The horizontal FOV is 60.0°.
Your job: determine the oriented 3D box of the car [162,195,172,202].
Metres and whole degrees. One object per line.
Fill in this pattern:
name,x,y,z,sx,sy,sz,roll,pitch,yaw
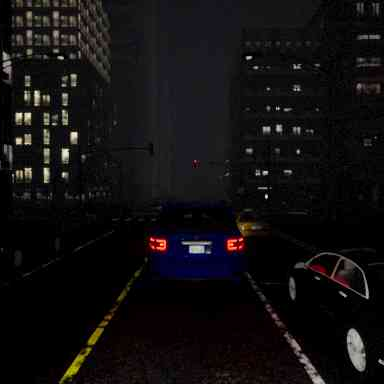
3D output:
car,-5.712,1.530,77.174,1.887,1.381,4.507,-1,0,0

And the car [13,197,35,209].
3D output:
car,-21.667,1.274,40.230,4.829,1.417,1.752,0,0,1

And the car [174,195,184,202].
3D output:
car,-3.010,1.511,76.685,2.128,1.511,4.902,0,0,0

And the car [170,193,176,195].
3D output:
car,-3.036,1.534,66.301,2.033,1.411,5.357,0,0,0

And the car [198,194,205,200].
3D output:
car,2.664,1.424,94.139,1.967,1.590,4.097,-1,0,0

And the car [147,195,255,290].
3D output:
car,0.095,1.219,9.226,2.150,2.045,5.566,0,0,0

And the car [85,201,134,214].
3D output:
car,-8.436,1.585,34.300,4.718,1.301,1.895,0,0,1

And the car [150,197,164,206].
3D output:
car,-5.710,1.513,54.386,1.752,1.417,4.829,-1,0,0

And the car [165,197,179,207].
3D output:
car,-3.099,1.552,52.681,1.994,1.385,4.181,0,0,0

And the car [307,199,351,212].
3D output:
car,16.308,1.622,39.737,4.403,1.369,2.008,0,0,1

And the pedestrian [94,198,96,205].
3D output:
pedestrian,-12.555,1.299,43.079,0.500,1.100,0.500,0,0,1

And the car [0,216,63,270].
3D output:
car,-5.834,1.541,11.014,1.887,1.381,4.507,-1,0,0

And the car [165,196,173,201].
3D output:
car,-5.712,1.567,82.828,1.802,1.307,4.206,-1,0,0

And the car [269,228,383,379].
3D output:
car,2.806,1.549,5.313,2.008,1.369,4.403,-1,0,0

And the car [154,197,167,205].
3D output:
car,-5.710,1.553,60.210,1.947,1.339,4.313,-1,0,0

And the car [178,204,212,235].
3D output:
car,0.095,1.520,19.737,1.812,1.442,4.674,0,0,-2

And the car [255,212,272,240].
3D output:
car,2.804,1.521,16.772,1.752,1.417,4.829,-1,0,0

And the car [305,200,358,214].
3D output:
car,15.524,1.654,37.156,5.357,1.411,2.033,0,1,1

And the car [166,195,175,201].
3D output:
car,-5.714,1.529,88.483,1.887,1.381,4.507,-1,0,0
